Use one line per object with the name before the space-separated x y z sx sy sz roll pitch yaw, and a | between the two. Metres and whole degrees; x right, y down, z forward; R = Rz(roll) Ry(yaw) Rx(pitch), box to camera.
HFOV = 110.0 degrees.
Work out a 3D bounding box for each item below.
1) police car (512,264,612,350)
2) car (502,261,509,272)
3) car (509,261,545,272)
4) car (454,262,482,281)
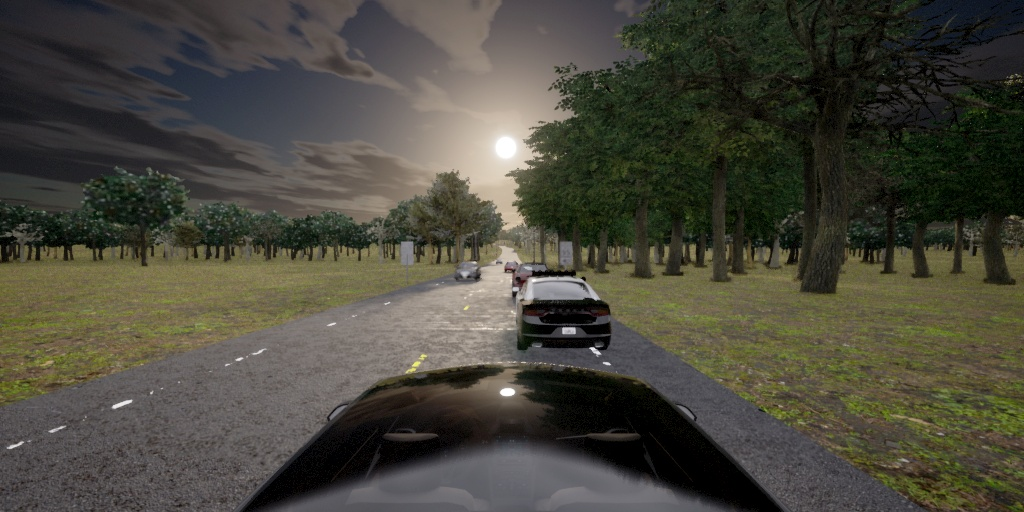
police car | 1.047 1.173 9.175 1.930 1.638 5.238 0 0 0
car | 0.019 1.370 46.848 1.994 1.385 4.181 0 0 0
car | 1.044 1.102 19.040 2.097 1.767 4.553 0 0 0
car | -3.607 1.251 29.926 2.128 1.511 4.902 0 0 0
